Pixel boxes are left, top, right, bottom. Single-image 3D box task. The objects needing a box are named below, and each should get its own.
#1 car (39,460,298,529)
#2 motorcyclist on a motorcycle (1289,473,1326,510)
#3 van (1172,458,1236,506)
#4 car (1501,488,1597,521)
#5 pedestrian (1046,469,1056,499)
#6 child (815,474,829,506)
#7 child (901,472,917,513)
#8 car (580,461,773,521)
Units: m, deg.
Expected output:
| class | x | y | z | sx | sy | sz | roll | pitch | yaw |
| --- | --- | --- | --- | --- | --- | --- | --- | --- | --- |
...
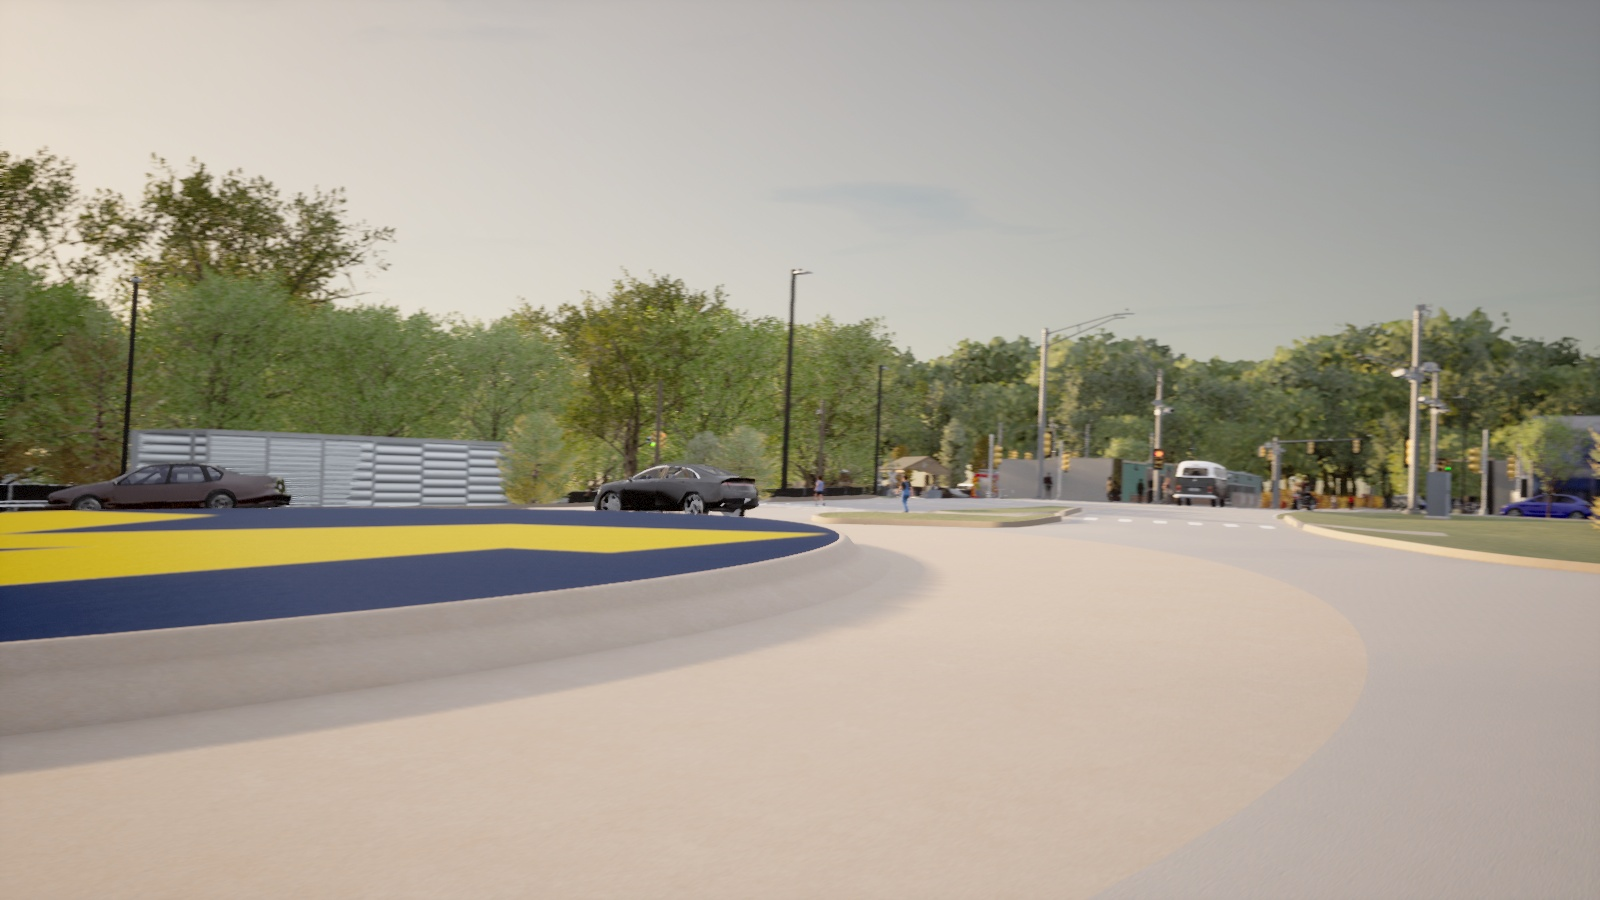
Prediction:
| class | x | y | z | sx | sy | sz | roll | pitch | yaw |
| --- | --- | --- | --- | --- | --- | --- | --- | --- | --- |
| car | -15.482 | 1.118 | 31.091 | 5.357 | 1.411 | 2.033 | -2 | -4 | -10 |
| motorcyclist on a motorcycle | 24.036 | 1.972 | 59.407 | 0.766 | 1.649 | 2.350 | 1 | -2 | 43 |
| van | 18.529 | 1.491 | 57.450 | 2.069 | 2.038 | 4.480 | 1 | -2 | 27 |
| car | 38.673 | 2.823 | 64.862 | 4.193 | 1.474 | 1.816 | 1 | -2 | 33 |
| pedestrian | 15.486 | 2.111 | 77.443 | 0.376 | 1.854 | 0.720 | 1 | -2 | 24 |
| child | 0.762 | 1.380 | 43.640 | 0.255 | 1.110 | 0.394 | 4 | -2 | -28 |
| child | 3.398 | 1.317 | 39.113 | 0.270 | 1.263 | 0.437 | 4 | -2 | -30 |
| car | -3.345 | 1.119 | 33.753 | 4.902 | 1.511 | 2.128 | -1 | -4 | 34 |
